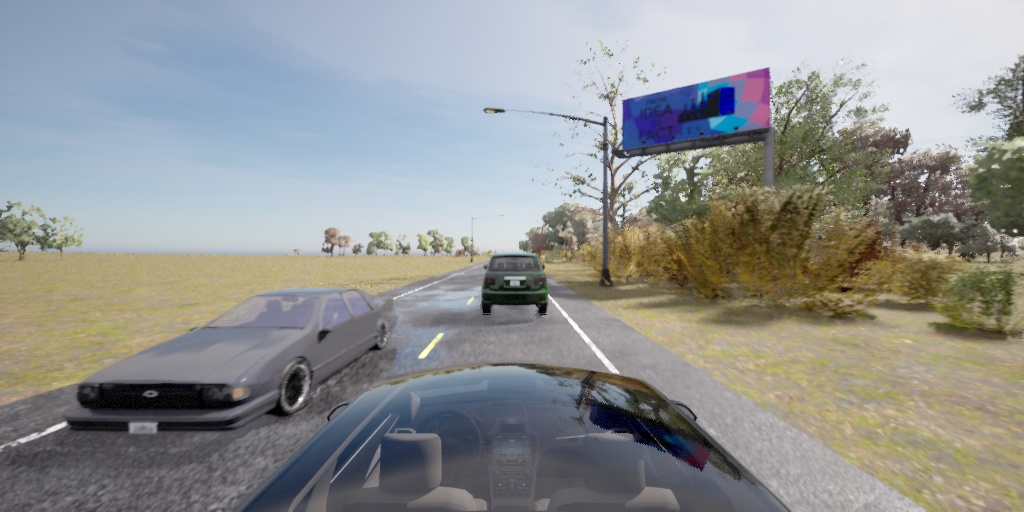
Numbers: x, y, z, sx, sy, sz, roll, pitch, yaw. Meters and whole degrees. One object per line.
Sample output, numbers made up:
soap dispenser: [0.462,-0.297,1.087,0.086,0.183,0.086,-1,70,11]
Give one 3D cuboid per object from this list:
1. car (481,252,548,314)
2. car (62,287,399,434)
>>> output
car: [0.091,0.887,13.409,2.150,2.045,5.566,0,0,0]
car: [-3.576,1.266,6.145,2.033,1.411,5.357,0,0,0]
